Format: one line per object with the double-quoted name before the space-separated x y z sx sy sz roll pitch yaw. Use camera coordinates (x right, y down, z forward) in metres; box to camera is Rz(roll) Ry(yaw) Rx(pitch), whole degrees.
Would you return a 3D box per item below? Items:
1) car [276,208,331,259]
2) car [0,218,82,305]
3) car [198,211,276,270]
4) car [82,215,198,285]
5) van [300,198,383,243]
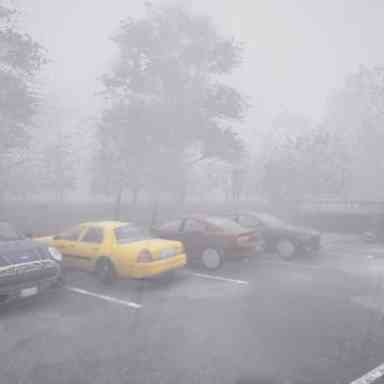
"car" 2.343 1.499 12.802 5.008 1.535 2.097 -1 -1 35
"car" -4.977 1.360 7.698 4.553 1.767 2.185 -1 -1 35
"car" -0.093 1.494 11.089 5.008 1.535 2.097 -1 -1 35
"car" -2.683 1.489 9.496 5.366 1.575 1.946 -1 -1 35
"van" 7.142 1.285 16.222 4.442 1.987 1.878 -1 -1 36
